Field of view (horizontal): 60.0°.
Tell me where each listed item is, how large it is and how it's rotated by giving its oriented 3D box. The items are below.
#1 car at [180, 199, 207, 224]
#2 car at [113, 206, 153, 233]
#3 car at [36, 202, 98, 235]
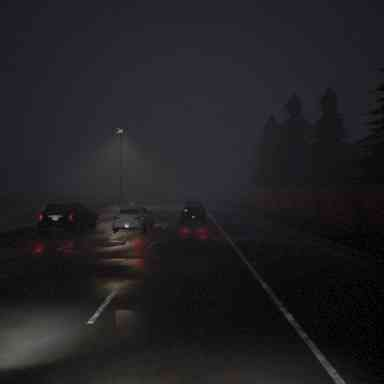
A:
[{"bbox_3d":[0.098,1.503,25.101,2.128,1.511,4.902,0,0,0],"label":"car"},{"bbox_3d":[-3.401,1.535,19.663,1.812,1.442,4.674,0,0,0],"label":"car"},{"bbox_3d":[-6.901,1.361,18.900,2.097,1.767,4.553,0,0,0],"label":"car"}]
